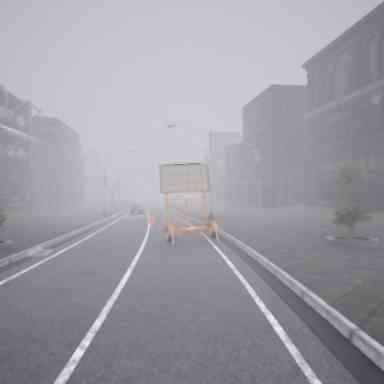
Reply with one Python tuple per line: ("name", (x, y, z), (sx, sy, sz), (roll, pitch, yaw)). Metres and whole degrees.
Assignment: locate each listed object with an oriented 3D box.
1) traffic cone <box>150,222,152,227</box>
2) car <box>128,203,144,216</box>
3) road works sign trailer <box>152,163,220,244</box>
("traffic cone", (-2.729, 2.123, 23.028), (0.340, 0.580, 0.340), (0, -1, -6))
("car", (-7.340, 2.294, 44.143), (1.837, 1.490, 4.892), (0, -2, -7))
("road works sign trailer", (-0.335, 0.436, 15.678), (2.380, 3.560, 2.880), (-3, -2, -17))
